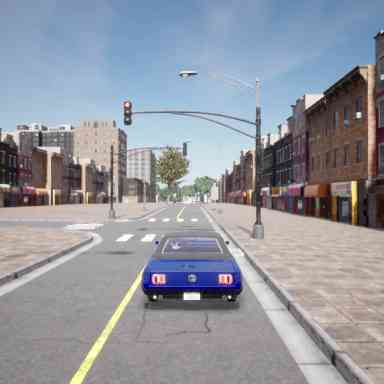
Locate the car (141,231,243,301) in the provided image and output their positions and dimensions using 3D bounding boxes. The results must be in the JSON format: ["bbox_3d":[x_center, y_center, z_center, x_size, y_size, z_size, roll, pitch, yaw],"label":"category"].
[{"bbox_3d":[0.009,1.612,8.267,1.895,1.301,4.718,0,0,0],"label":"car"}]
